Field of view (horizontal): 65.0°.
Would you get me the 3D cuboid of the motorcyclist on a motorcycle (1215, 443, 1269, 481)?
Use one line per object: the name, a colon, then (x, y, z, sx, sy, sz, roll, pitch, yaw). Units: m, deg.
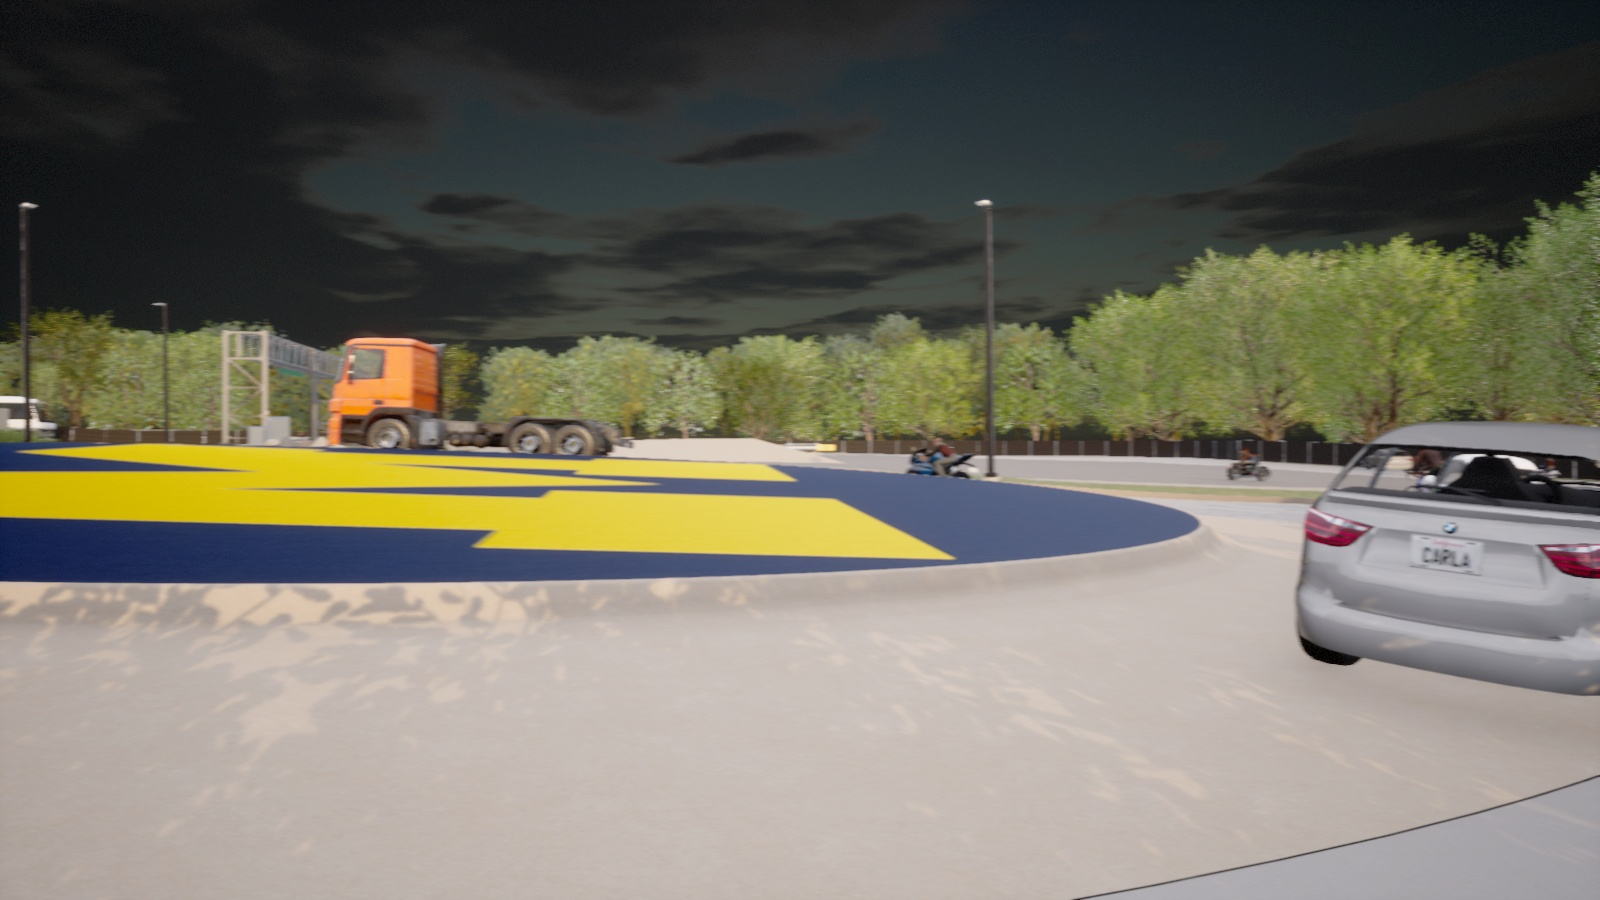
motorcyclist on a motorcycle: (20.279, 0.536, 57.640, 2.350, 1.649, 0.766, 2, 0, -20)

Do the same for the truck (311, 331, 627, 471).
truck: (-9.060, -1.295, 35.051, 7.936, 3.462, 2.891, 2, -1, 1)

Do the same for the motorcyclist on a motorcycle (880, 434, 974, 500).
motorcyclist on a motorcycle: (3.290, 0.429, 32.586, 2.191, 1.530, 0.866, 4, -2, 41)

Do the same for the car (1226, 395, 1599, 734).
car: (5.194, 0.571, 8.643, 4.611, 1.667, 2.242, 0, 4, -42)
